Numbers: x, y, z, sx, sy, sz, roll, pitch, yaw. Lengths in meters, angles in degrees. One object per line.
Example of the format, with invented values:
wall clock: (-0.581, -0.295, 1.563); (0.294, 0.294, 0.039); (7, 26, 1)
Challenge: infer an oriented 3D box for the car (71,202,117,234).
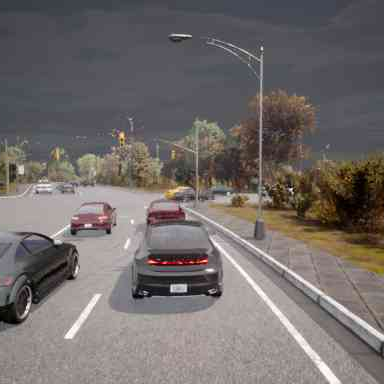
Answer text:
car: (-4.912, 1.241, 16.936); (1.812, 1.442, 4.674); (0, 2, -8)

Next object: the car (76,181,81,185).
car: (-29.074, -1.996, 81.780); (1.837, 1.490, 4.892); (-1, 3, -25)

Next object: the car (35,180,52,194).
car: (-23.494, -0.835, 52.772); (2.150, 2.045, 5.566); (-1, 3, -24)

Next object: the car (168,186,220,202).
car: (0.188, 0.375, 35.703); (4.674, 1.442, 1.812); (-1, 3, -22)

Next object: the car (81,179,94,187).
car: (-25.916, -2.347, 83.273); (2.150, 2.045, 5.566); (-1, 3, -25)

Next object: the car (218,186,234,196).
car: (3.703, -0.171, 48.594); (4.892, 1.490, 1.837); (0, 3, -22)

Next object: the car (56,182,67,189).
car: (-27.853, -1.373, 70.906); (1.895, 1.301, 4.718); (-1, 3, -25)

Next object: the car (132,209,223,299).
car: (-0.401, 1.428, 8.339); (1.837, 1.490, 4.892); (0, 1, -4)

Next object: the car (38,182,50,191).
car: (-27.499, -1.041, 61.805); (1.882, 1.535, 5.008); (-1, 3, -24)

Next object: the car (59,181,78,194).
car: (-19.853, -0.550, 53.178); (1.812, 1.442, 4.674); (-1, 3, -23)

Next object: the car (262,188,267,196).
car: (13.335, -0.275, 52.414); (5.566, 2.045, 2.150); (2, 2, -22)

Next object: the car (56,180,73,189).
car: (-23.585, -1.005, 61.635); (1.837, 1.490, 4.892); (-1, 3, -24)

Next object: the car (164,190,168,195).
car: (-0.766, 0.156, 39.083); (5.008, 1.535, 1.882); (-1, 3, -22)

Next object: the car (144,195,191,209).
car: (-1.452, 1.169, 17.397); (1.882, 1.535, 5.008); (0, 2, -8)

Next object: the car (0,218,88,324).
car: (-3.845, 1.516, 7.022); (1.994, 1.385, 4.181); (0, 1, -2)
